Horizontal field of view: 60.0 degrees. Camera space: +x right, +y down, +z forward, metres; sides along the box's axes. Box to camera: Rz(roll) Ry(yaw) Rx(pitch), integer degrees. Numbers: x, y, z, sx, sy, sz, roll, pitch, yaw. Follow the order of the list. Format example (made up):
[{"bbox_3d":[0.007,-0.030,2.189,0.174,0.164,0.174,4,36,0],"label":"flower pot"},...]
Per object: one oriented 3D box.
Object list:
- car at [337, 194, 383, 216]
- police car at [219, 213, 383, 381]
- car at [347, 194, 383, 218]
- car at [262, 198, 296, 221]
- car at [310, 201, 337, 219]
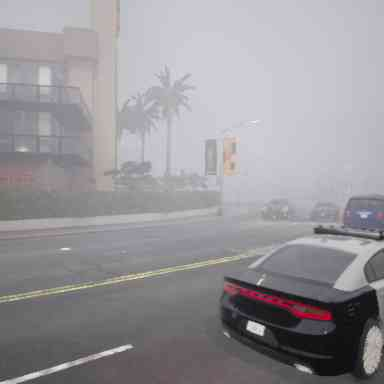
[{"bbox_3d":[9.681,1.216,17.802,2.150,2.045,5.566,0,0,36],"label":"car"},{"bbox_3d":[2.726,1.422,5.688,5.238,1.638,1.930,0,0,-41],"label":"police car"},{"bbox_3d":[16.491,1.210,31.745,2.150,2.045,5.566,0,0,16],"label":"car"},{"bbox_3d":[7.297,1.336,27.602,2.097,1.767,4.553,0,0,26],"label":"car"},{"bbox_3d":[10.579,1.493,26.345,1.837,1.490,4.892,0,0,26],"label":"car"}]
